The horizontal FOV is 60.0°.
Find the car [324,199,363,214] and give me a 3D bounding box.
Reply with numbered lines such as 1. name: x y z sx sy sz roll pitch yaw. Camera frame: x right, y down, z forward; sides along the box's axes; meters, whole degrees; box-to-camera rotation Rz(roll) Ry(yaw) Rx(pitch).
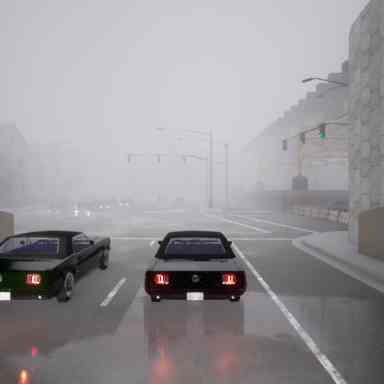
1. car: 14.086 1.295 30.799 4.536 1.218 1.853 0 0 -45

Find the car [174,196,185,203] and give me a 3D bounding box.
1. car: -2.643 1.564 69.309 1.994 1.385 4.181 0 0 1

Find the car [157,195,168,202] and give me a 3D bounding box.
1. car: -6.142 1.367 69.397 1.994 1.385 4.181 0 0 1

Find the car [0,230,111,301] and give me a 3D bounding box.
1. car: -3.423 1.601 8.247 1.895 1.301 4.718 0 0 0

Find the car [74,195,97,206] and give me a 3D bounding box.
1. car: -17.131 1.352 53.705 2.097 1.767 4.553 0 0 2

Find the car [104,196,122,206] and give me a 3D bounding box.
1. car: -13.607 1.547 54.530 2.033 1.411 5.357 0 0 2

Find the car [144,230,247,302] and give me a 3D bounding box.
1. car: 0.077 1.601 8.238 1.895 1.301 4.718 0 0 0

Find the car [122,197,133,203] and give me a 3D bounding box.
1. car: -13.213 1.601 67.023 1.895 1.301 4.718 0 0 2

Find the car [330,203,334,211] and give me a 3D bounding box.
1. car: 13.943 1.453 26.156 2.038 1.542 4.974 0 0 -35

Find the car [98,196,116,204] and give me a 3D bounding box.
1. car: -16.739 1.547 66.116 2.033 1.411 5.357 0 0 2

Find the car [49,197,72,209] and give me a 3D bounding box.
1. car: -17.370 1.491 44.504 2.128 1.511 4.902 0 0 2

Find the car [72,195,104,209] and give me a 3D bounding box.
1. car: -13.864 1.478 44.707 1.882 1.535 5.008 0 0 2

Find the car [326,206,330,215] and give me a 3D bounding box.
1. car: 14.050 1.453 30.763 4.974 1.542 2.038 0 0 -45

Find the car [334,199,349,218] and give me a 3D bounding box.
1. car: 13.973 1.295 26.113 1.853 1.218 4.536 0 0 -35
